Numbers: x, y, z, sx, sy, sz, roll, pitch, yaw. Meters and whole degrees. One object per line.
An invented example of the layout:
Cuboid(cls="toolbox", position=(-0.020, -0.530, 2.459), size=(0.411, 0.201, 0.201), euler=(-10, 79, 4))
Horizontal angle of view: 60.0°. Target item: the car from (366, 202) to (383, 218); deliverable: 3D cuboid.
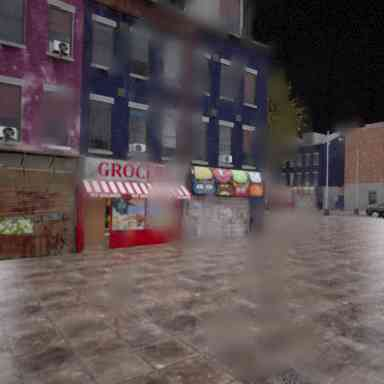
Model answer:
Cuboid(cls="car", position=(16.676, 1.533, 26.796), size=(1.837, 1.490, 4.892), euler=(2, -1, -34))

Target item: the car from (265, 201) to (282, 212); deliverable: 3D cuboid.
Cuboid(cls="car", position=(8.016, 1.703, 39.128), size=(2.033, 1.411, 5.357), euler=(2, -2, -35))
